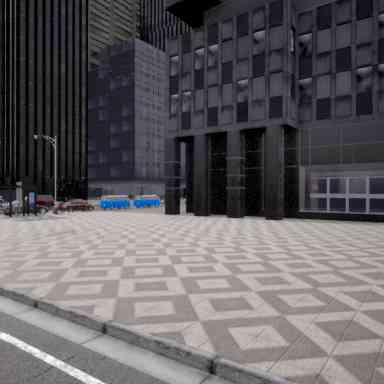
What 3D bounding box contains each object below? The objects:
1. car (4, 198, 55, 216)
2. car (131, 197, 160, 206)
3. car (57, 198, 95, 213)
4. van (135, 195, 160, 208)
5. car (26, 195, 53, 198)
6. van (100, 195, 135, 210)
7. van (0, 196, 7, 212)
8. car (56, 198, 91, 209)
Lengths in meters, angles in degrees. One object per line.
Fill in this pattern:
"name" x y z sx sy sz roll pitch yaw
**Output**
"car" -16.004 1.548 31.922 2.008 1.369 4.403 0 0 35
"car" -7.522 1.571 53.906 1.895 1.301 4.718 0 0 36
"car" -12.712 1.575 36.548 1.802 1.307 4.206 0 0 35
"van" -6.128 1.329 45.799 1.690 1.788 3.998 0 0 35
"car" -19.658 1.284 41.488 2.192 1.841 5.009 0 0 35
"van" -9.420 1.331 41.174 1.690 1.788 3.998 0 0 35
"van" -22.950 1.314 36.862 1.690 1.788 3.998 0 0 35
"car" -16.367 1.548 46.115 1.802 1.307 4.206 0 0 35
